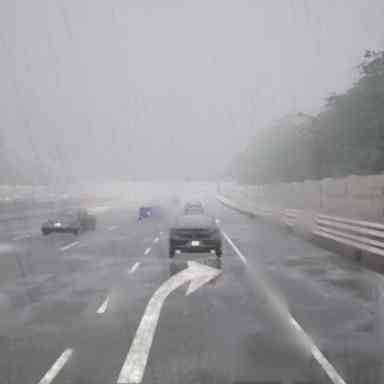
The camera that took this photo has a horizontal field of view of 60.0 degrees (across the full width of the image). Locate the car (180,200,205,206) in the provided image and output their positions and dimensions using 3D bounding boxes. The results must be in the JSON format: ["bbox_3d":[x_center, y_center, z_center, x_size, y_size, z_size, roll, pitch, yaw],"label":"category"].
[{"bbox_3d":[0.212,1.630,32.672,2.128,1.511,4.902,0,0,0],"label":"car"}]

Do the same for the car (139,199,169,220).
[{"bbox_3d":[-3.411,1.601,29.175,1.882,1.535,5.008,0,0,0],"label":"car"}]

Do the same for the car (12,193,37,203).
[{"bbox_3d":[-31.109,1.250,62.041,2.150,2.045,5.566,0,1,1],"label":"car"}]

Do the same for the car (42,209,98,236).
[{"bbox_3d":[-6.860,1.644,19.046,1.994,1.385,4.181,0,0,0],"label":"car"}]

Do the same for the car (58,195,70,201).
[{"bbox_3d":[-27.466,1.381,72.487,1.812,1.442,4.674,0,1,1],"label":"car"}]

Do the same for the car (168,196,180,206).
[{"bbox_3d":[-3.148,1.422,58.545,2.097,1.767,4.553,0,1,1],"label":"car"}]

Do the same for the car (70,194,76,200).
[{"bbox_3d":[-23.966,1.083,72.397,2.150,2.045,5.566,0,1,1],"label":"car"}]

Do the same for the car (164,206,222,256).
[{"bbox_3d":[0.120,1.534,13.352,1.882,1.535,5.008,0,0,0],"label":"car"}]

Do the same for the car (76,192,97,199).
[{"bbox_3d":[-20.554,1.182,66.173,2.150,2.045,5.566,0,1,1],"label":"car"}]
